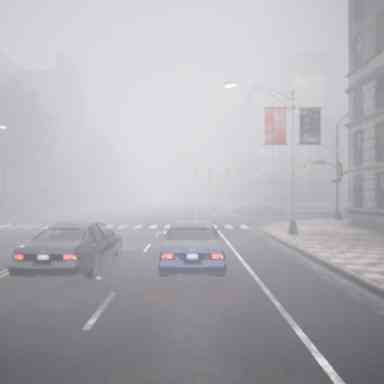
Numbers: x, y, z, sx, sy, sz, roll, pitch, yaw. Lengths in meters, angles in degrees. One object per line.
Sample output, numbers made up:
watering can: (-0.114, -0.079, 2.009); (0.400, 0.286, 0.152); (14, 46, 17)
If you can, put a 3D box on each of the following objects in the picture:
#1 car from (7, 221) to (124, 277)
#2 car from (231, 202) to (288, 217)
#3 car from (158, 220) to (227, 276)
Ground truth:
car: (-3.499, 1.594, 10.314); (2.033, 1.411, 5.357); (0, 0, 0)
car: (6.569, 1.720, 32.769); (5.357, 1.411, 2.033); (0, 0, 0)
car: (0.001, 1.595, 10.431); (2.033, 1.411, 5.357); (0, 0, 0)
